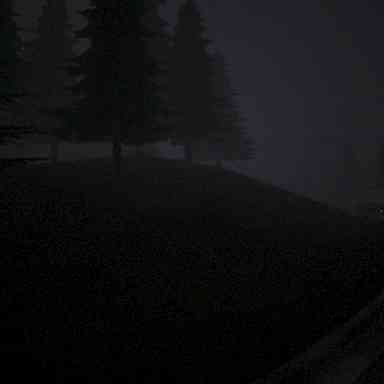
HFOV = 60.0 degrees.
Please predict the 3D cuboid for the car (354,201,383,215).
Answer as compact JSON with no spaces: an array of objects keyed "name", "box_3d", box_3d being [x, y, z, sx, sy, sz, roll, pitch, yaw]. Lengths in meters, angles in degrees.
[{"name":"car","box_3d":[20.091,1.773,37.565,1.837,1.490,4.892,0,0,2]}]
